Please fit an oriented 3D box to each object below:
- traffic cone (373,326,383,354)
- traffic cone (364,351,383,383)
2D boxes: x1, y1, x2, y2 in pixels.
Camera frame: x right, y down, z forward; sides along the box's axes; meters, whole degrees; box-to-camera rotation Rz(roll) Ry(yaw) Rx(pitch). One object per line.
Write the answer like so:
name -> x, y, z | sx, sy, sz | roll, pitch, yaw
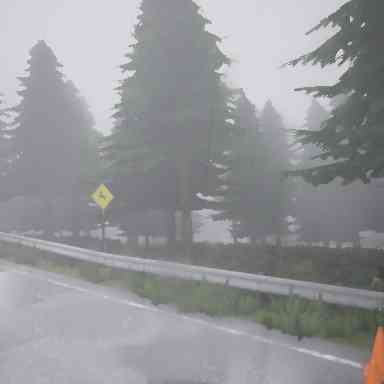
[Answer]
traffic cone -> 2.329, 1.956, 4.104 | 0.340, 0.580, 0.340 | 0, 0, 34
traffic cone -> 1.786, 1.956, 3.267 | 0.340, 0.580, 0.340 | 0, 0, 33
